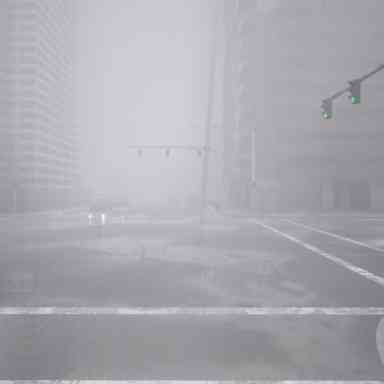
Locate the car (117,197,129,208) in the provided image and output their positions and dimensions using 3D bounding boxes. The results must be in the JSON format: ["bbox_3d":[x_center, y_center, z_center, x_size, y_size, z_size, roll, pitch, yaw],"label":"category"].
[{"bbox_3d":[-10.611,1.526,49.643,1.812,1.442,4.674,0,0,0],"label":"car"}]

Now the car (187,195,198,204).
[{"bbox_3d":[0.074,1.352,63.510,2.097,1.767,4.553,0,0,0],"label":"car"}]

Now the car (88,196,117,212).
[{"bbox_3d":[-10.617,1.505,39.384,1.837,1.490,4.892,0,0,0],"label":"car"}]

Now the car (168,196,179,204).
[{"bbox_3d":[-3.529,1.492,63.182,2.128,1.511,4.902,0,0,0],"label":"car"}]
